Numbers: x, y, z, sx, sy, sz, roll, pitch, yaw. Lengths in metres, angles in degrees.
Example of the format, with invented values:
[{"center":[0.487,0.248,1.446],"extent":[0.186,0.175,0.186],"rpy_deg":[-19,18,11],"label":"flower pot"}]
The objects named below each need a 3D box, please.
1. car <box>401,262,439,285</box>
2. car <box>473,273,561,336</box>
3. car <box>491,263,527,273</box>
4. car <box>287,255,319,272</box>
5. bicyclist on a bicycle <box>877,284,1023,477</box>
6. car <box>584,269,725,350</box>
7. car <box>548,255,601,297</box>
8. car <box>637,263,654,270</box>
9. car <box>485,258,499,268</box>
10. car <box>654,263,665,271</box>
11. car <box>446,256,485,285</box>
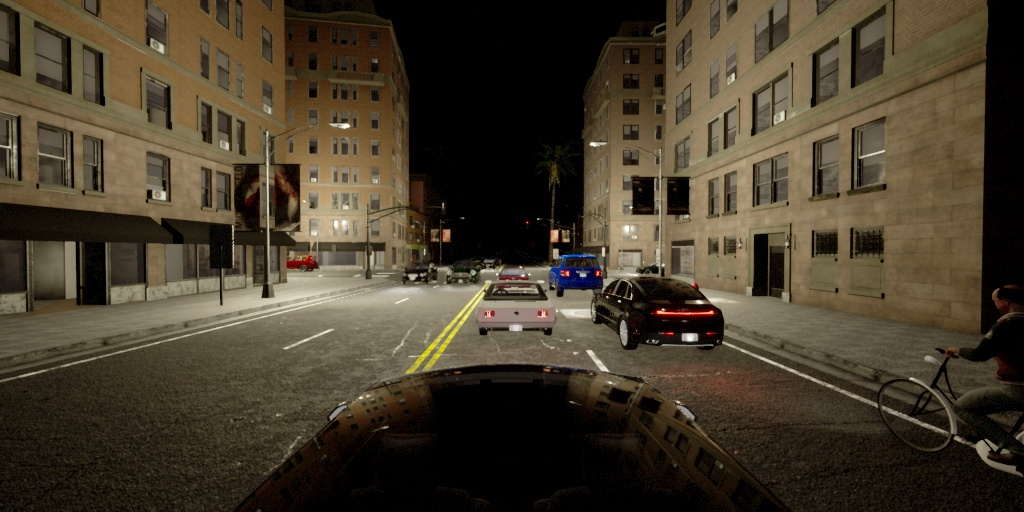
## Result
[{"center":[-6.629,1.237,26.347],"extent":[2.128,1.511,4.902],"rpy_deg":[0,0,0],"label":"car"},{"center":[0.090,1.349,10.382],"extent":[1.895,1.301,4.718],"rpy_deg":[0,0,0],"label":"car"},{"center":[0.076,1.294,19.951],"extent":[2.033,1.411,5.357],"rpy_deg":[0,0,0],"label":"car"},{"center":[-23.945,0.834,39.290],"extent":[5.009,1.841,2.192],"rpy_deg":[0,0,-9],"label":"car"},{"center":[4.143,1.120,3.157],"extent":[0.659,1.776,1.843],"rpy_deg":[0,0,0],"label":"bicyclist on a bicycle"},{"center":[3.295,1.253,9.041],"extent":[1.837,1.490,4.892],"rpy_deg":[0,0,0],"label":"car"},{"center":[3.227,0.968,18.950],"extent":[2.150,2.045,5.566],"rpy_deg":[0,0,0],"label":"car"},{"center":[16.006,1.422,39.798],"extent":[4.181,1.385,1.994],"rpy_deg":[0,1,0],"label":"car"},{"center":[-3.414,1.232,53.306],"extent":[2.128,1.511,4.902],"rpy_deg":[0,0,0],"label":"car"},{"center":[16.165,1.511,33.850],"extent":[4.313,1.339,1.948],"rpy_deg":[0,0,0],"label":"car"},{"center":[-3.382,1.096,25.822],"extent":[2.097,1.767,4.553],"rpy_deg":[0,0,0],"label":"car"}]
